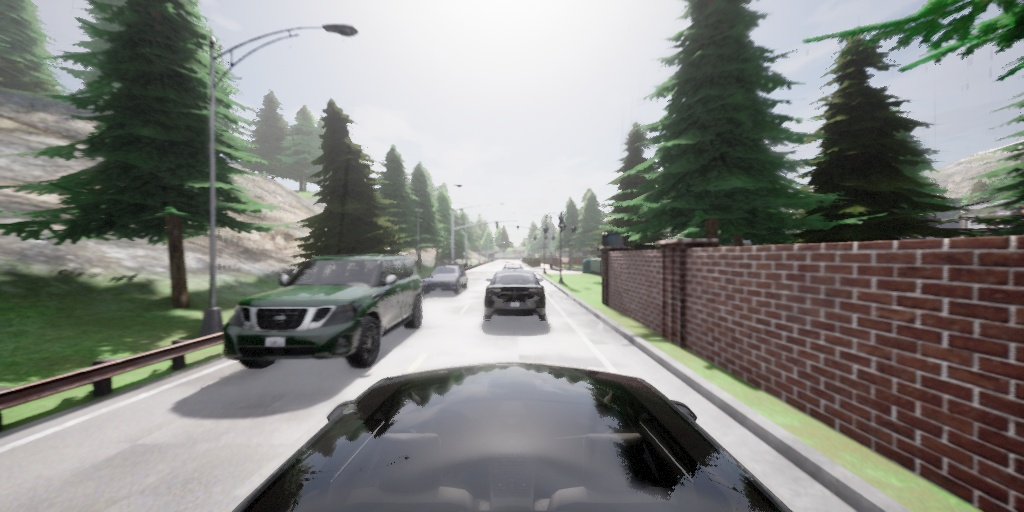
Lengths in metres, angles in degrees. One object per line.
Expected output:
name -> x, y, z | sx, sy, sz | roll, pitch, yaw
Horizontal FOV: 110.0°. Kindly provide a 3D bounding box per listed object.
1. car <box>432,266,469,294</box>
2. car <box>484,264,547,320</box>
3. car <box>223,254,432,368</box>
car -> -3.559, 1.257, 20.108 | 2.033, 1.411, 5.357 | 0, 0, 1
car -> 0.092, 1.203, 12.483 | 1.882, 1.535, 5.008 | 0, 0, 0
car -> -3.595, 0.960, 8.191 | 2.150, 2.045, 5.566 | 0, 0, 0
